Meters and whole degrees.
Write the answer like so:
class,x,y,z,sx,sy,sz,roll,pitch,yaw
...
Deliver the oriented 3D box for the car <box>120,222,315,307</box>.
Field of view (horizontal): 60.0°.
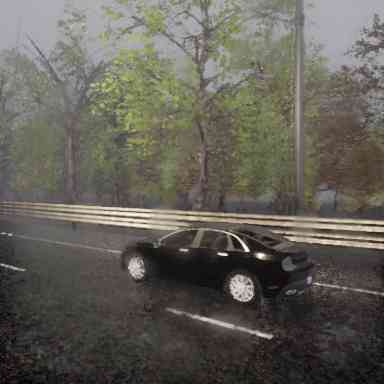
class,x,y,z,sx,sy,sz,roll,pitch,yaw
car,0.365,1.497,8.030,4.892,1.490,1.837,0,0,35
